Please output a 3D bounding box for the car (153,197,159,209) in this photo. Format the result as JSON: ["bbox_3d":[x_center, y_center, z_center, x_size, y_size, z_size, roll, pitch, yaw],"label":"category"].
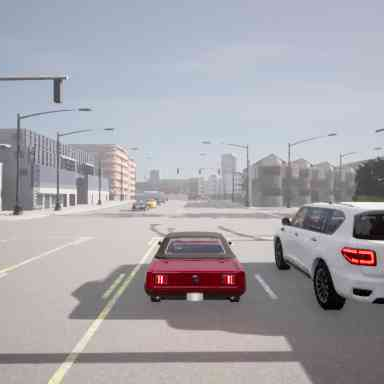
[{"bbox_3d":[-7.064,1.895,55.420,1.882,1.535,5.008,0,0,0],"label":"car"}]

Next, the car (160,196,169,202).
[{"bbox_3d":[-6.970,1.682,85.355,1.812,1.442,4.674,0,0,0],"label":"car"}]

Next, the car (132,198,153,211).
[{"bbox_3d":[-7.077,1.856,46.035,2.128,1.511,4.902,0,0,1],"label":"car"}]

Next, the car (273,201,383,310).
[{"bbox_3d":[3.566,1.234,7.953,2.150,2.045,5.566,0,0,0],"label":"car"}]

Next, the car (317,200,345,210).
[{"bbox_3d":[21.726,2.041,51.837,2.033,1.411,5.357,-1,-1,45],"label":"car"}]

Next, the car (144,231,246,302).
[{"bbox_3d":[0.072,1.617,8.246,1.895,1.301,4.718,0,0,0],"label":"car"}]

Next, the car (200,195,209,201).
[{"bbox_3d":[3.531,1.525,89.274,2.097,1.767,4.553,0,-1,0],"label":"car"}]

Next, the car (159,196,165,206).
[{"bbox_3d":[-7.016,1.864,64.956,1.837,1.490,4.892,0,1,0],"label":"car"}]

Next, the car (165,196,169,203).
[{"bbox_3d":[-6.974,1.743,75.102,2.128,1.511,4.902,0,1,0],"label":"car"}]

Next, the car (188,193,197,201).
[{"bbox_3d":[0.031,1.391,88.922,2.150,2.045,5.566,0,-1,0],"label":"car"}]
